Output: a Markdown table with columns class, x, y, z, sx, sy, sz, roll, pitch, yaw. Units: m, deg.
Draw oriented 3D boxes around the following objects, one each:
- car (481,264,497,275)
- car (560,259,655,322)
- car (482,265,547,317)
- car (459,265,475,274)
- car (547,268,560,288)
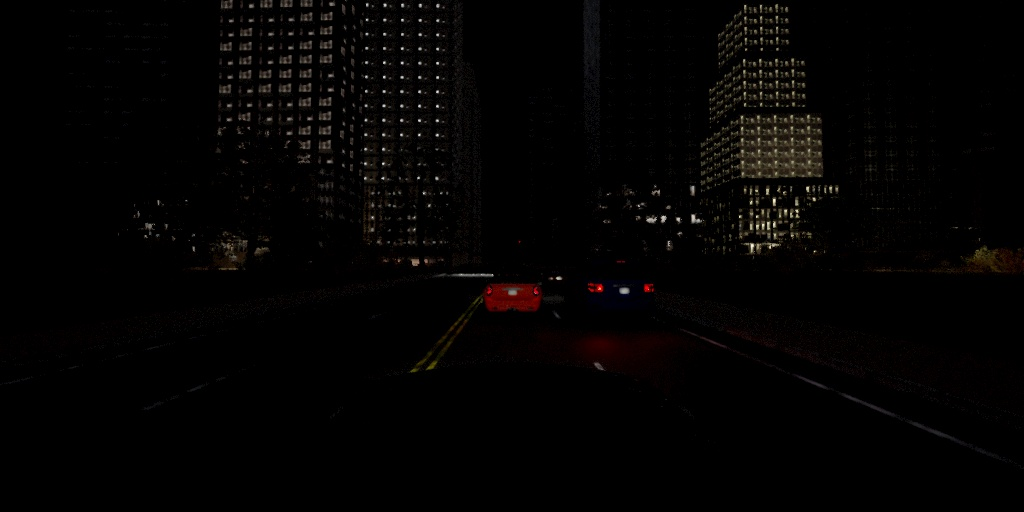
| class | x | y | z | sx | sy | sz | roll | pitch | yaw |
| --- | --- | --- | --- | --- | --- | --- | --- | --- | --- |
| car | -3.303 | 1.954 | 52.733 | 1.994 | 1.385 | 4.181 | 0 | -1 | 1 |
| car | 3.278 | 1.122 | 13.054 | 2.150 | 2.045 | 5.566 | 0 | 0 | 0 |
| car | 0.041 | 1.263 | 14.060 | 2.097 | 1.767 | 4.553 | 0 | -1 | 0 |
| car | -6.553 | 1.955 | 52.744 | 1.994 | 1.385 | 4.181 | 0 | -1 | 0 |
| car | 3.268 | 1.624 | 26.951 | 2.033 | 1.411 | 5.357 | 0 | -1 | 0 |
